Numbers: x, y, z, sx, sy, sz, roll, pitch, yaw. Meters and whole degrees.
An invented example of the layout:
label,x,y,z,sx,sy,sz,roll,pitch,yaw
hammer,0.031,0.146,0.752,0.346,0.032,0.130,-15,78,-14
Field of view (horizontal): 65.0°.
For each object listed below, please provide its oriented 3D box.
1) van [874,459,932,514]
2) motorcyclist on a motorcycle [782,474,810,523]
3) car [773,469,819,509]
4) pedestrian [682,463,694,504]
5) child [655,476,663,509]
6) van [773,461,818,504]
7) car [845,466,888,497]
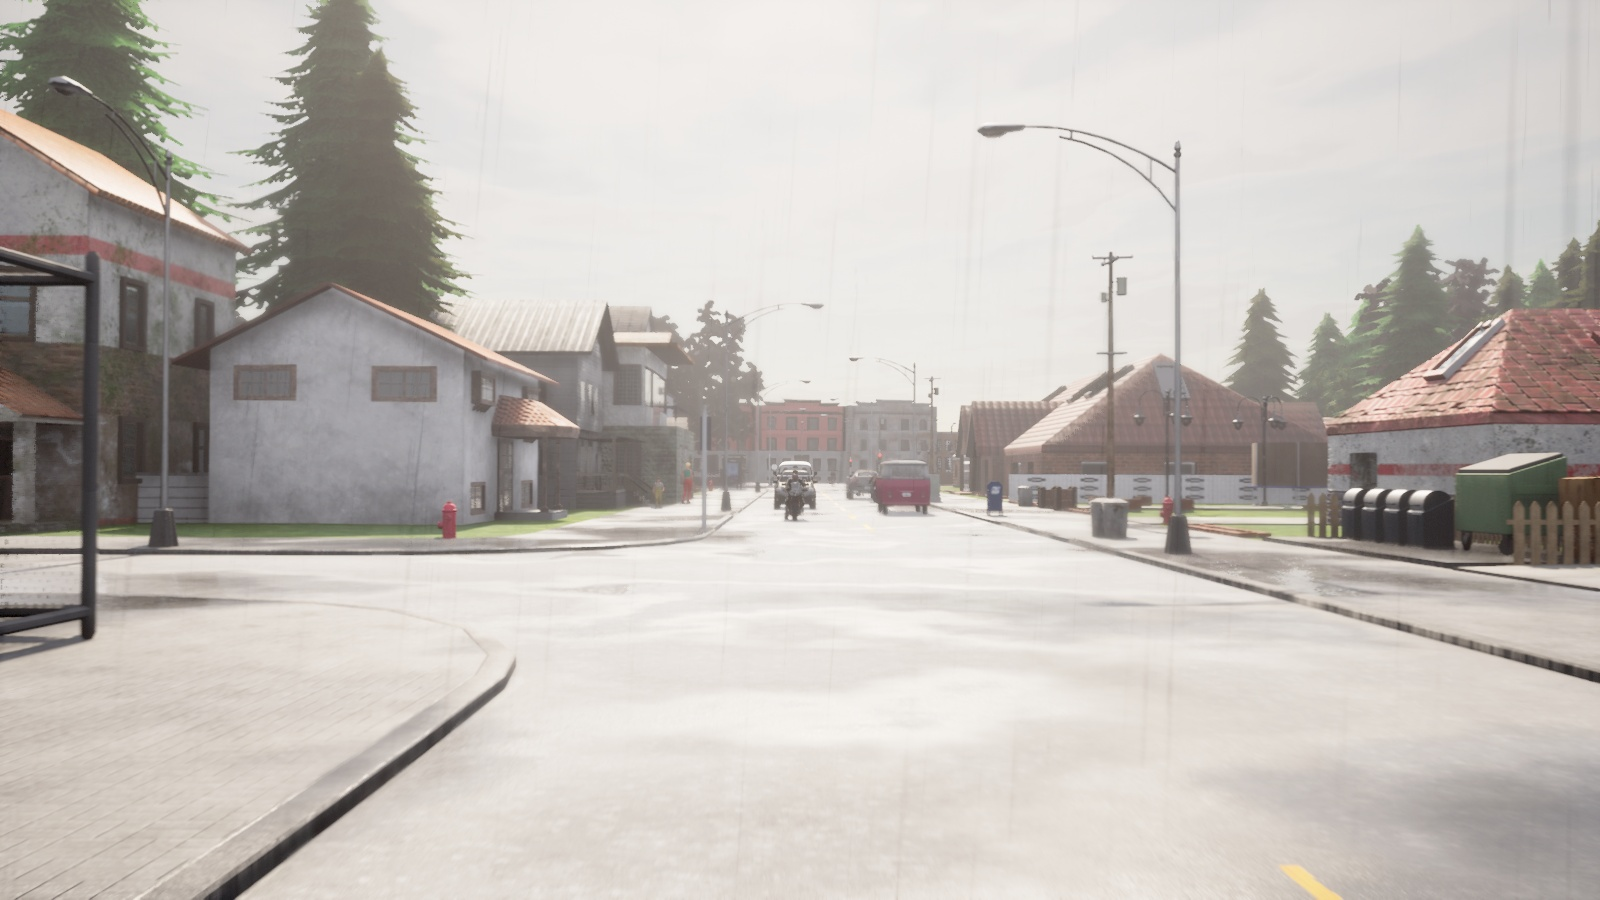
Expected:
label,x,y,z,sx,sy,sz,roll,pitch,yaw
van,3.836,1.345,47.368,1.775,1.987,4.442,0,-1,0
motorcyclist on a motorcycle,-0.139,1.520,40.013,0.866,1.530,2.191,0,-1,0
car,-0.182,1.596,52.699,1.851,1.617,3.988,0,-1,0
pedestrian,-4.989,1.481,55.989,0.345,1.836,0.594,0,-1,14
child,-5.457,1.640,48.605,0.270,1.263,0.437,0,-1,-3
van,-0.212,1.563,61.186,2.069,2.038,4.480,0,-1,0
car,3.754,1.774,71.425,2.152,1.651,5.027,0,-1,0
